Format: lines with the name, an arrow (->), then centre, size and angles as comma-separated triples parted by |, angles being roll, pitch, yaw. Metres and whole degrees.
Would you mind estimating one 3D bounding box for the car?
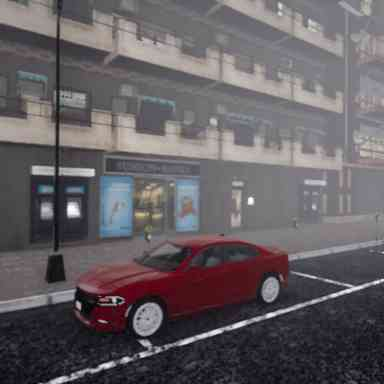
car -> 0.039, 1.563, 6.581 | 4.507, 1.381, 1.887 | 0, 0, -35
